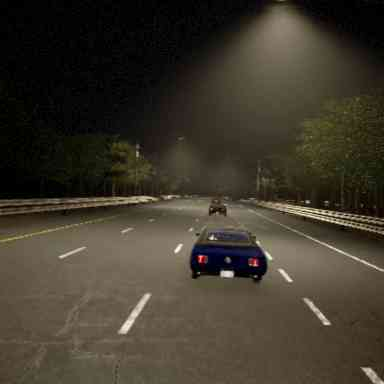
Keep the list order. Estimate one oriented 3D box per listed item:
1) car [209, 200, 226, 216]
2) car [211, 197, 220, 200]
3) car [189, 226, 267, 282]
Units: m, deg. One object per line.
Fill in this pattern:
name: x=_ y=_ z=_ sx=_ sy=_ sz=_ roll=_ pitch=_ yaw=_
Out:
car: x=2.846 y=1.908 z=37.128 sx=1.895 sy=1.301 sz=4.718 roll=3 pitch=0 yaw=4
car: x=4.834 y=1.885 z=66.214 sx=2.097 sy=1.767 sz=4.553 roll=3 pitch=0 yaw=4
car: x=1.013 y=1.697 z=10.202 sx=1.895 sy=1.301 sz=4.718 roll=3 pitch=0 yaw=4
